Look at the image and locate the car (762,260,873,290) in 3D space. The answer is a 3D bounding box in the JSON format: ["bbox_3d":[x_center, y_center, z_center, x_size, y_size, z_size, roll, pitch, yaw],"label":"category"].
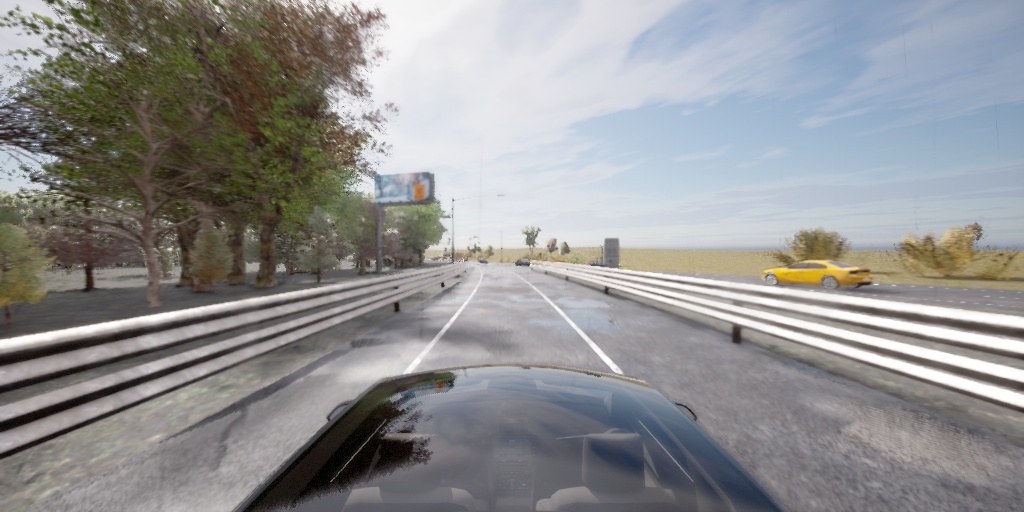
[{"bbox_3d":[16.739,0.989,20.039,1.882,1.535,5.008,-1,0,-18],"label":"car"}]

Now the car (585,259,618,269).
[{"bbox_3d":[10.077,1.098,40.991,2.128,1.511,4.902,-1,0,-18],"label":"car"}]
